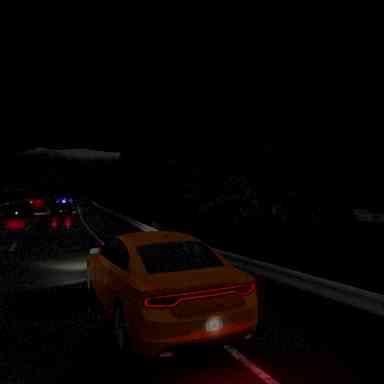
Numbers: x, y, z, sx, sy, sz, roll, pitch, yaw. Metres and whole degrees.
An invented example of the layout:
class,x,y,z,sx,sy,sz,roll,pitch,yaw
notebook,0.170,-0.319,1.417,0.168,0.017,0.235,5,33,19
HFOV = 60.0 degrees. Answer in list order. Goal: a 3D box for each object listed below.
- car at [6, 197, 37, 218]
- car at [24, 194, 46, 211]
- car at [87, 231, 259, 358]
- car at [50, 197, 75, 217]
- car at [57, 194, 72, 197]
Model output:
class,x,y,z,sx,sy,sz,roll,pitch,yaw
car,-15.429,1.505,29.985,1.837,1.490,4.892,0,0,-20
car,-18.934,1.221,39.857,2.150,2.045,5.566,0,0,-19
car,-0.780,1.478,6.321,1.882,1.535,5.008,0,0,-25
car,-12.283,1.492,31.451,2.128,1.511,4.902,0,0,-19
car,-15.795,1.221,41.321,2.150,2.045,5.566,0,0,-19
